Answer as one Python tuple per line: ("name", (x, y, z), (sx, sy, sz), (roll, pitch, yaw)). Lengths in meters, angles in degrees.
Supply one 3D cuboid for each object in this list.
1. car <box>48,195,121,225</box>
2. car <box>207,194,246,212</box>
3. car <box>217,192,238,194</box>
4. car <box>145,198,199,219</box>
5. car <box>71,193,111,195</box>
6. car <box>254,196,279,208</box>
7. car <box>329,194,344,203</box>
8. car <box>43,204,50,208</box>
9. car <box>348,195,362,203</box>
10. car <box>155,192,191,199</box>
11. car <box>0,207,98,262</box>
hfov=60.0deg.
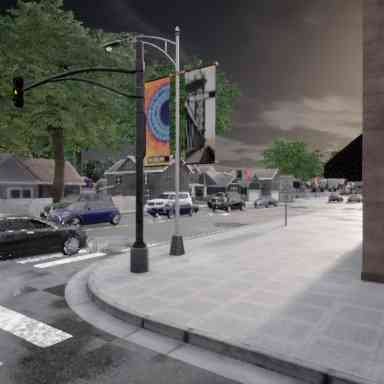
("car", (-6.690, 1.263, 20.797), (2.097, 1.767, 4.553), (0, 0, 35))
("car", (3.989, 1.287, 35.715), (1.882, 1.535, 5.008), (0, 0, 35))
("car", (4.083, 1.004, 41.412), (2.150, 2.045, 5.566), (0, 0, 35))
("car", (-1.463, 1.462, 28.114), (1.895, 1.301, 4.718), (0, 0, 36))
("car", (-8.167, 1.120, 24.373), (2.150, 2.045, 5.566), (0, 0, 34))
("car", (9.788, 1.248, 43.778), (2.128, 1.511, 4.902), (0, 0, 36))
("car", (26.659, 1.143, 61.489), (1.837, 1.490, 4.892), (0, -1, 36))
("car", (-8.336, 1.434, 12.582), (1.882, 1.535, 5.008), (0, 0, 36))
("car", (29.295, 1.205, 59.588), (1.994, 1.385, 4.181), (0, 0, 36))
("car", (-2.174, 1.063, 32.683), (2.150, 2.045, 5.566), (0, 0, 35))
("car", (-5.695, 1.463, 10.686), (1.837, 1.490, 4.892), (0, 0, 36))
